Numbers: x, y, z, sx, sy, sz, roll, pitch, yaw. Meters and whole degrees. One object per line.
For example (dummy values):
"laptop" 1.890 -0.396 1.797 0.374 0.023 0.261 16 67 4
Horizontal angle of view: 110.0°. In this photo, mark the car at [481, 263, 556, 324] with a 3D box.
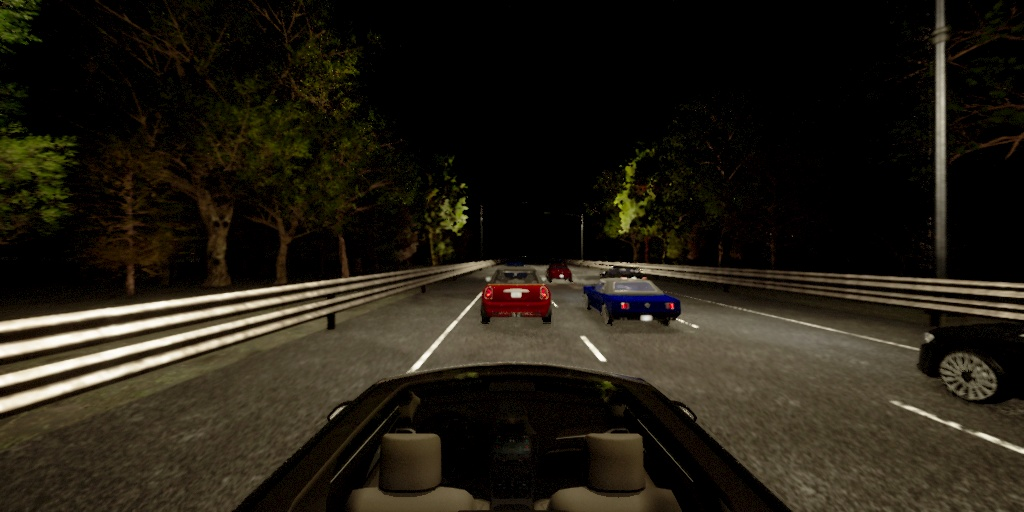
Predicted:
"car" 0.137 1.135 12.310 2.097 1.767 4.553 0 0 0

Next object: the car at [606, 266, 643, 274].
"car" 7.224 1.365 23.496 2.033 1.411 5.357 0 0 1

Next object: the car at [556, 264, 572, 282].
"car" 3.802 1.360 29.531 1.812 1.442 4.674 0 0 1

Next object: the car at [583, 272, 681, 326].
"car" 3.633 1.383 11.863 1.895 1.301 4.718 0 0 0

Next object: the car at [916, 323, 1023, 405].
"car" 7.087 1.249 3.408 2.128 1.511 4.902 0 0 0

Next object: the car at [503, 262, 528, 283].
"car" 0.309 1.313 30.122 1.882 1.535 5.008 0 0 1
